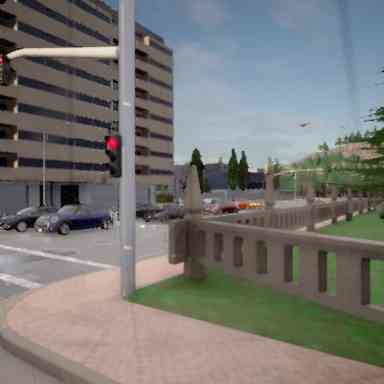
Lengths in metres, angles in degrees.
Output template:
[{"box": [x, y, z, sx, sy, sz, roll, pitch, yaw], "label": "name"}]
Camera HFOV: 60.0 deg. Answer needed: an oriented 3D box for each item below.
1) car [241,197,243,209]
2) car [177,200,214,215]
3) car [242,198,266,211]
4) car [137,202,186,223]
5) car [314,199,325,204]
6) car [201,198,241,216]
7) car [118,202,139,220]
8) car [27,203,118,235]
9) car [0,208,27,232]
[{"box": [6.056, 1.538, 44.917, 2.097, 1.767, 4.553, 0, 0, 35], "label": "car"}, {"box": [0.437, 1.713, 36.917, 1.812, 1.442, 4.674, 0, 0, 35], "label": "car"}, {"box": [8.777, 1.640, 42.701, 1.882, 1.535, 5.008, 0, 0, 35], "label": "car"}, {"box": [-2.116, 1.730, 27.182, 1.994, 1.385, 4.181, 0, 0, 35], "label": "car"}, {"box": [19.102, 1.699, 51.066, 1.994, 1.385, 4.181, 0, 0, 35], "label": "car"}, {"box": [2.776, 1.517, 34.176, 2.097, 1.767, 4.553, 0, 0, 35], "label": "car"}, {"box": [-4.858, 1.694, 29.376, 1.837, 1.490, 4.892, 0, 0, 35], "label": "car"}, {"box": [-7.065, 1.520, 20.117, 2.097, 1.767, 4.553, 0, 0, 35], "label": "car"}, {"box": [-10.141, 1.695, 21.824, 1.837, 1.490, 4.892, 0, 0, 35], "label": "car"}]
